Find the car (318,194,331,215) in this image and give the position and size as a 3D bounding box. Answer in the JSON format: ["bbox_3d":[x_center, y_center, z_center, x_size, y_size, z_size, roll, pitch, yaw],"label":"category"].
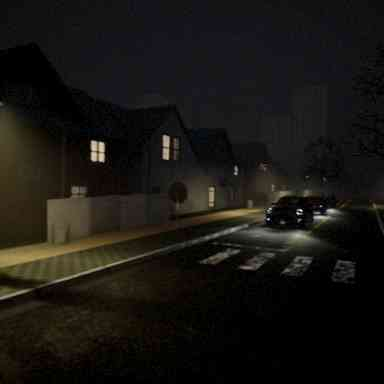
[{"bbox_3d":[10.571,1.088,28.640,1.812,1.442,4.674,2,1,27],"label":"car"}]

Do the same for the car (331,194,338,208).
[{"bbox_3d":[15.413,0.938,37.836,2.128,1.511,4.902,2,1,28],"label":"car"}]

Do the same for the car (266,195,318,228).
[{"bbox_3d":[5.903,1.027,19.741,2.097,1.767,4.553,2,1,28],"label":"car"}]
